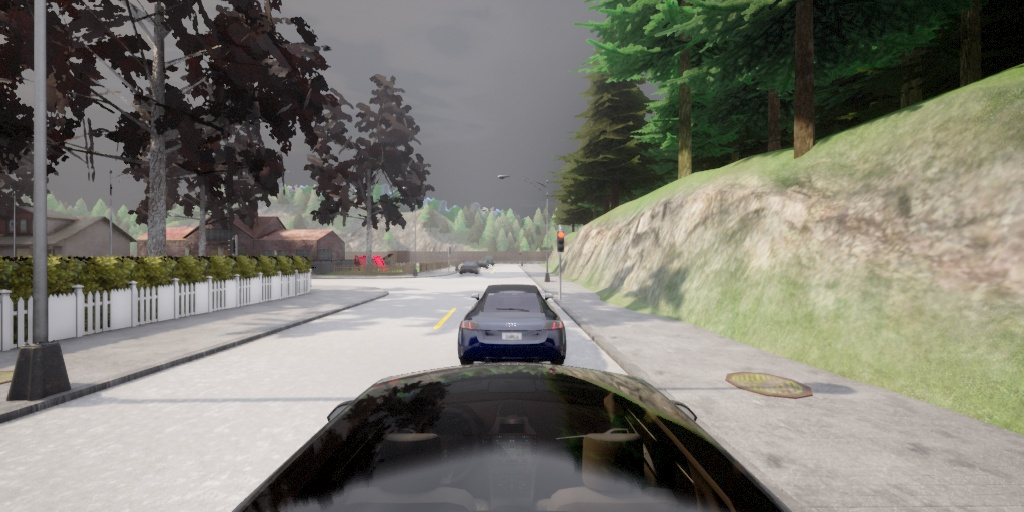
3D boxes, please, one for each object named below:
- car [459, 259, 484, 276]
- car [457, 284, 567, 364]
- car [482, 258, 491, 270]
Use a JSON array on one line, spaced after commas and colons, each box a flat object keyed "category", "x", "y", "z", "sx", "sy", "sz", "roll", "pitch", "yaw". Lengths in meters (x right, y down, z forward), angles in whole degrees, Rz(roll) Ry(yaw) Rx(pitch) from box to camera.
[{"category": "car", "x": -4.435, "y": 1.297, "z": 38.331, "sx": 2.033, "sy": 1.411, "sz": 5.357, "roll": 0, "pitch": 0, "yaw": 0}, {"category": "car", "x": 0.004, "y": 1.314, "z": 8.014, "sx": 1.994, "sy": 1.385, "sz": 4.181, "roll": 0, "pitch": 0, "yaw": 0}, {"category": "car", "x": -4.574, "y": 1.351, "z": 53.936, "sx": 1.895, "sy": 1.301, "sz": 4.718, "roll": 0, "pitch": 0, "yaw": 0}]
